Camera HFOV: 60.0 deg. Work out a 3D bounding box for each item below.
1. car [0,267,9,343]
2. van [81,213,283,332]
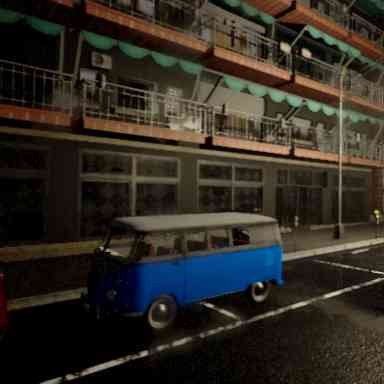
[{"bbox_3d":[-4.609,1.315,3.248,5.009,1.841,2.192,0,1,-35],"label":"car"},{"bbox_3d":[0.019,1.342,6.549,3.998,1.788,1.690,0,1,-35],"label":"van"}]
